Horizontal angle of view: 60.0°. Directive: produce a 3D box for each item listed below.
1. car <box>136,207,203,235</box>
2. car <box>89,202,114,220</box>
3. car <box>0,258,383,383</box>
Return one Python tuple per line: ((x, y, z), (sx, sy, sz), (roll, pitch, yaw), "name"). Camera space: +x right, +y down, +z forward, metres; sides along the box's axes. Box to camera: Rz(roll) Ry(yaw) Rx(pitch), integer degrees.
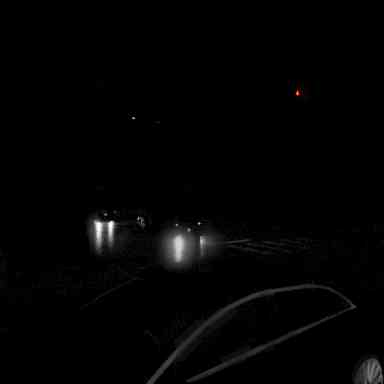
((-1.519, 1.615, 19.577), (2.033, 1.411, 5.357), (0, 0, -32), "car")
((-8.503, 1.612, 29.290), (2.128, 1.511, 4.902), (0, 0, -35), "car")
((0.017, 1.491, 3.086), (4.902, 1.511, 2.128), (0, 0, -36), "car")
